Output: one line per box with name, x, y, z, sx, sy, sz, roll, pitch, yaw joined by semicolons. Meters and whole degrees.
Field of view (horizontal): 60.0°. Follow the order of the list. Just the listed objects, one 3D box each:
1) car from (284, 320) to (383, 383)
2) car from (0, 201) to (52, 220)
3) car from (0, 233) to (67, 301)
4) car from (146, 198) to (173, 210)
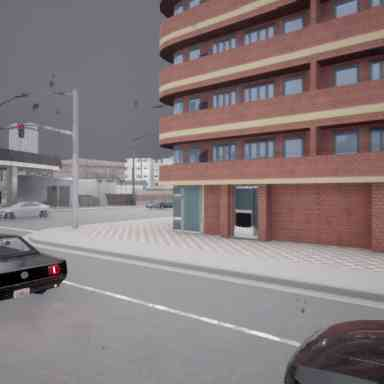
car;2.984;1.515;1.867;4.892;1.490;1.837;0;0;35
car;-14.195;1.523;27.979;1.812;1.442;4.674;0;0;34
car;-4.982;1.599;7.530;4.718;1.301;1.895;0;0;36
car;-3.889;1.528;42.999;2.128;1.511;4.902;0;0;35
